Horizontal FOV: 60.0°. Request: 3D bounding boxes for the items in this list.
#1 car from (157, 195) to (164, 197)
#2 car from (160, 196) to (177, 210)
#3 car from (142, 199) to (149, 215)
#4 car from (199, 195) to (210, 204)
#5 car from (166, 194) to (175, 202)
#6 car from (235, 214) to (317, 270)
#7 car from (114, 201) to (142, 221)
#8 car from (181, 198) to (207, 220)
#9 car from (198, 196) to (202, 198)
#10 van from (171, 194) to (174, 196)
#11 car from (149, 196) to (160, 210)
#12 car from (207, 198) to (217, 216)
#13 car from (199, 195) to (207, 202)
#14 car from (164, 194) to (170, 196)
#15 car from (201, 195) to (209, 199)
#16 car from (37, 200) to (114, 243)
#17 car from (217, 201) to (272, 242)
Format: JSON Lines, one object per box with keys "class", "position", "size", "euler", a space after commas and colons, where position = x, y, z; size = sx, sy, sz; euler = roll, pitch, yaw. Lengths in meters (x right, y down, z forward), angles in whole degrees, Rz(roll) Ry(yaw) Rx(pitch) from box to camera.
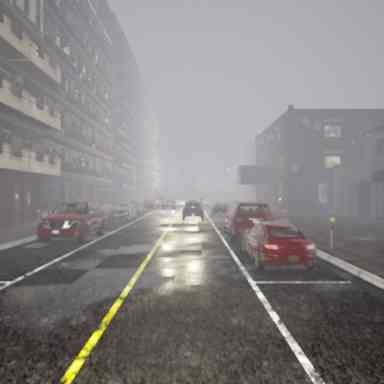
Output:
{"class": "car", "position": [-5.702, 1.561, 49.626], "size": [1.967, 1.590, 4.097], "euler": [0, 0, 0]}
{"class": "car", "position": [-3.012, 1.653, 44.526], "size": [2.033, 1.411, 5.357], "euler": [0, 0, 0]}
{"class": "car", "position": [-5.697, 1.598, 32.838], "size": [1.752, 1.417, 4.829], "euler": [0, 0, 0]}
{"class": "car", "position": [2.673, 1.511, 71.786], "size": [2.192, 1.841, 5.009], "euler": [0, 0, 0]}
{"class": "car", "position": [-5.713, 1.578, 88.401], "size": [2.192, 1.841, 5.009], "euler": [0, 0, 0]}
{"class": "car", "position": [2.690, 1.603, 10.854], "size": [1.802, 1.307, 4.206], "euler": [0, 0, 0]}
{"class": "car", "position": [-5.696, 1.610, 27.469], "size": [2.008, 1.369, 4.403], "euler": [0, 0, 0]}
{"class": "car", "position": [0.091, 1.570, 29.147], "size": [1.837, 1.490, 4.892], "euler": [0, 0, 0]}
{"class": "car", "position": [0.066, 1.630, 43.840], "size": [1.812, 1.442, 4.674], "euler": [0, 0, 0]}
{"class": "van", "position": [-5.710, 1.558, 77.323], "size": [1.690, 1.788, 3.998], "euler": [0, 0, 0]}
{"class": "car", "position": [-5.700, 1.649, 44.087], "size": [1.887, 1.381, 4.507], "euler": [0, 0, 0]}
{"class": "car", "position": [2.684, 1.625, 33.011], "size": [2.008, 1.369, 4.403], "euler": [0, 0, 0]}
{"class": "car", "position": [2.669, 1.680, 82.864], "size": [1.967, 1.590, 4.097], "euler": [0, 0, 0]}
{"class": "car", "position": [-5.704, 1.471, 60.705], "size": [2.192, 1.841, 5.009], "euler": [0, 0, 0]}
{"class": "car", "position": [2.677, 1.665, 55.338], "size": [1.752, 1.417, 4.829], "euler": [0, 0, 0]}
{"class": "car", "position": [-5.691, 1.348, 16.391], "size": [2.192, 1.841, 5.009], "euler": [0, 0, 0]}
{"class": "car", "position": [2.689, 1.348, 16.394], "size": [2.192, 1.841, 5.009], "euler": [0, 0, 0]}
